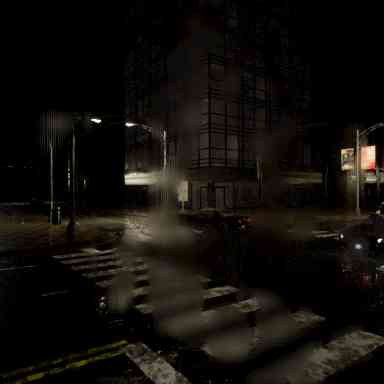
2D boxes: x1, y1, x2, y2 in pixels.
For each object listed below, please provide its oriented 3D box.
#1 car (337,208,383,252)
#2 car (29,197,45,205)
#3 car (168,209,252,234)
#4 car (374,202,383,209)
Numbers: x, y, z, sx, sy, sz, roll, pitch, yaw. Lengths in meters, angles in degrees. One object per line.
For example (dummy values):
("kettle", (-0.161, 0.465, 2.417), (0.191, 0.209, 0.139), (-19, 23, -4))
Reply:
("car", (8.082, 1.549, 13.371), (5.357, 1.411, 2.033), (0, 0, -35))
("car", (-28.699, 1.691, 61.445), (2.033, 1.411, 5.357), (0, 0, -36))
("car", (0.916, 1.609, 19.343), (4.718, 1.301, 1.895), (0, 0, 31))
("car", (13.845, 1.227, 21.432), (5.566, 2.045, 2.150), (0, 0, -35))
